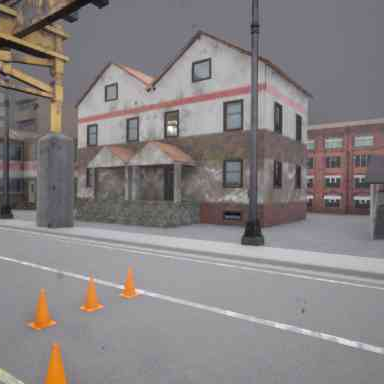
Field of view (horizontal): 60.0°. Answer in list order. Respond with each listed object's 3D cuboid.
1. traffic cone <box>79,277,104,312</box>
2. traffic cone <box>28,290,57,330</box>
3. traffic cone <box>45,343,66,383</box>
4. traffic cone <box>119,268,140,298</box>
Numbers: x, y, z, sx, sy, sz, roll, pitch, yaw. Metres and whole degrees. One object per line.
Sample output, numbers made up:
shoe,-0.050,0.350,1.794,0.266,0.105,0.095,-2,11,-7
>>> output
traffic cone,-1.943,1.949,6.428,0.340,0.580,0.340,0,0,36
traffic cone,-2.528,1.949,5.617,0.340,0.580,0.340,0,0,36
traffic cone,-1.492,1.952,3.636,0.340,0.580,0.340,0,0,36
traffic cone,-1.358,1.949,7.239,0.340,0.580,0.340,0,0,36
